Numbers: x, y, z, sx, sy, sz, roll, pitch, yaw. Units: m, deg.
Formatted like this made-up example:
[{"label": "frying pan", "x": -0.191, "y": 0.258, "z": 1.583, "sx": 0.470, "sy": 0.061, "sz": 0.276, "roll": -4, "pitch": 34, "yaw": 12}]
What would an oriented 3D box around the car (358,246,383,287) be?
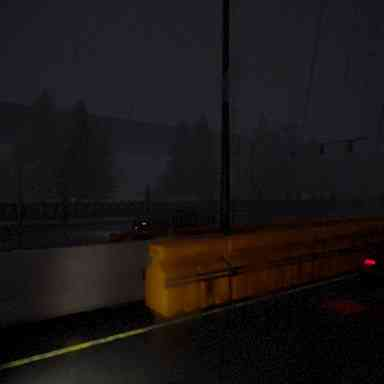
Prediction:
[{"label": "car", "x": 6.241, "y": 1.601, "z": 8.197, "sx": 5.357, "sy": 1.411, "sz": 2.033, "roll": 0, "pitch": 0, "yaw": -35}]
